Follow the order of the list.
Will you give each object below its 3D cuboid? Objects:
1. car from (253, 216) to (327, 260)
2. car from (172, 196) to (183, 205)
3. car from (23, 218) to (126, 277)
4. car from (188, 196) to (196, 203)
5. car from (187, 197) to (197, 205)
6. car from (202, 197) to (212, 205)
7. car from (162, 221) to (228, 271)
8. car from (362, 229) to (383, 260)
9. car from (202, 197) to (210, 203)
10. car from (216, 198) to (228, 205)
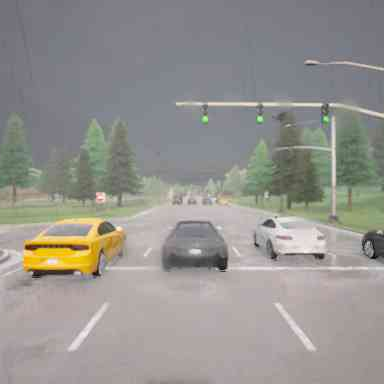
[{"bbox_3d":[3.589,1.641,12.799,1.812,1.442,4.674,0,-1,0],"label":"car"},{"bbox_3d":[-3.482,2.253,74.922,1.895,1.301,4.718,0,-1,0],"label":"car"},{"bbox_3d":[-3.412,1.573,10.614,1.882,1.535,5.008,0,0,0],"label":"car"},{"bbox_3d":[0.020,1.942,84.867,2.097,1.767,4.553,0,-1,0],"label":"car"},{"bbox_3d":[0.018,2.013,74.863,2.097,1.767,4.553,0,-1,0],"label":"car"},{"bbox_3d":[3.518,2.211,74.891,1.994,1.385,4.181,0,-1,0],"label":"car"},{"bbox_3d":[0.091,1.666,11.321,1.994,1.385,4.181,0,-1,0],"label":"car"},{"bbox_3d":[7.088,1.598,10.167,1.837,1.490,4.892,0,0,0],"label":"car"},{"bbox_3d":[3.520,2.087,84.895,1.837,1.490,4.892,0,-1,0],"label":"car"},{"bbox_3d":[7.018,2.132,74.474,1.882,1.535,5.008,0,-1,0],"label":"car"}]
